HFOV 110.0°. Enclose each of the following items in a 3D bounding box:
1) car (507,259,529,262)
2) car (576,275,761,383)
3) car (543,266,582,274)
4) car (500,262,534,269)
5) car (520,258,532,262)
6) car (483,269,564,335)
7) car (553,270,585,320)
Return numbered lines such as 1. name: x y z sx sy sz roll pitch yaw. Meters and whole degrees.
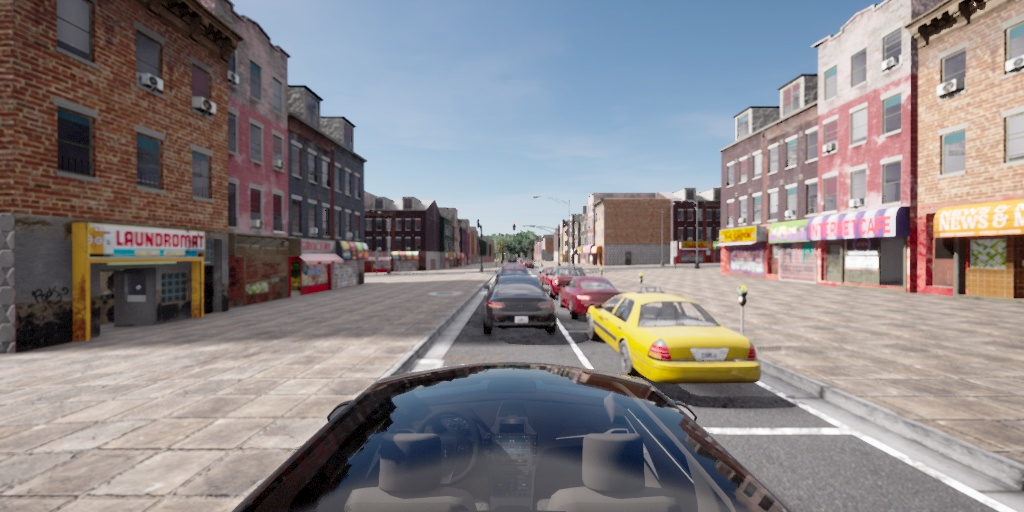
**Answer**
1. car: 0.091 1.256 28.292 1.882 1.535 5.008 0 0 0
2. car: 2.642 1.277 7.096 1.751 1.417 4.829 0 0 0
3. car: 2.652 1.200 17.859 1.967 1.591 4.097 0 0 0
4. car: 0.105 1.253 18.732 2.128 1.511 4.902 0 0 0
5. car: 2.693 1.334 60.666 1.967 1.591 4.097 0 0 0
6. car: 0.146 1.279 10.426 1.812 1.442 4.674 0 0 -2
7. car: 2.647 1.337 12.393 1.802 1.307 4.207 0 0 0
